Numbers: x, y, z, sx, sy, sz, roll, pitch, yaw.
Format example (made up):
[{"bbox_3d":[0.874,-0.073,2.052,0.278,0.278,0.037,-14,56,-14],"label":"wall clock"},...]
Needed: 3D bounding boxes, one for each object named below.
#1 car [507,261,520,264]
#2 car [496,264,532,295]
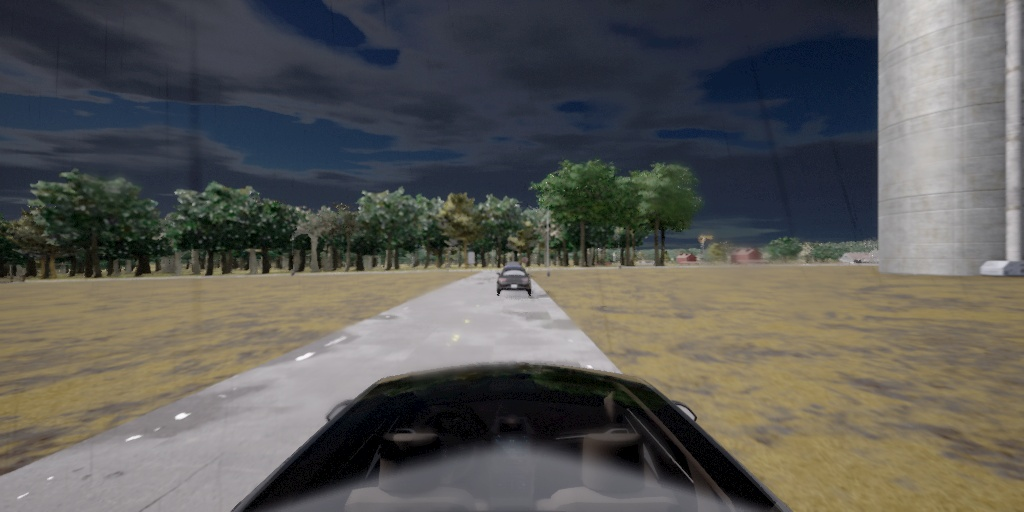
[{"bbox_3d":[0.119,1.362,39.720,2.097,1.767,4.553,0,-1,0],"label":"car"},{"bbox_3d":[0.108,1.339,19.973,1.812,1.442,4.674,0,0,0],"label":"car"}]
